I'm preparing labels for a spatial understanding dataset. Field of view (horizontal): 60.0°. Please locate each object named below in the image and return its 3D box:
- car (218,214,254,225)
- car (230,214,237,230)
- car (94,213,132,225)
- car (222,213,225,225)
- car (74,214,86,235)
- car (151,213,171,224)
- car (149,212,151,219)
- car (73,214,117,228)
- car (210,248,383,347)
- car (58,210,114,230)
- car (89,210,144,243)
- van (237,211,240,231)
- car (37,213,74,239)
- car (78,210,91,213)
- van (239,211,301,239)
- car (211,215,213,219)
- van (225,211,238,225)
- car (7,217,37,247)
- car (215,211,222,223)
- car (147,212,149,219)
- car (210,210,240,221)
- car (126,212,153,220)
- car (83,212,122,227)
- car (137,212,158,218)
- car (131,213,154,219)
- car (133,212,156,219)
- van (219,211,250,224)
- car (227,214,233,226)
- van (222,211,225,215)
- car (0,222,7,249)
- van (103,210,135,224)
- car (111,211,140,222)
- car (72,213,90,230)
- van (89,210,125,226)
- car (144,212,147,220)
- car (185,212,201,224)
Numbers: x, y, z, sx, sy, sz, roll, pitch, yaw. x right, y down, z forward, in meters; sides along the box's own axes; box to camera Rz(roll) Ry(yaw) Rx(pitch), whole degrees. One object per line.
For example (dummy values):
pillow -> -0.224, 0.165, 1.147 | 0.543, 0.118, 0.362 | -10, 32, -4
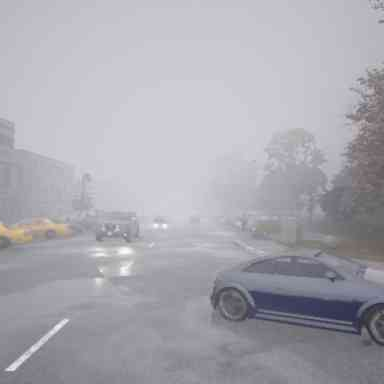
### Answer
car -> 6.645, 4.105, 50.001 | 4.892, 1.521, 2.231 | 2, -4, -20
car -> 6.552, 3.206, 32.355 | 4.674, 1.452, 2.002 | 2, -3, -20
car -> -11.171, 3.786, 47.220 | 5.008, 1.535, 2.097 | 1, -3, -20
car -> 6.596, 3.668, 41.182 | 4.674, 1.452, 2.002 | 2, -4, -20
car -> -11.268, 2.739, 26.720 | 4.792, 1.488, 2.163 | 1, -3, -19
car -> -4.798, 4.207, 51.739 | 1.895, 1.301, 4.718 | 0, -3, 1
car -> -11.082, 4.758, 64.800 | 4.892, 1.521, 2.231 | 1, -4, -20
car -> -11.232, 3.357, 38.434 | 4.674, 1.452, 2.002 | 1, -3, -20
car -> 2.460, 1.865, 6.626 | 4.181, 1.385, 1.994 | -3, -4, 30
car -> -11.274, 2.911, 35.504 | 5.566, 2.045, 2.435 | 1, -3, -20
car -> -5.004, 2.321, 23.125 | 2.150, 2.045, 5.566 | 1, -3, 0
van -> 6.642, 2.794, 29.475 | 4.442, 1.987, 1.878 | 2, -3, -20
car -> -11.492, 2.554, 23.722 | 5.366, 1.575, 1.946 | 1, -3, -20
car -> -11.299, 2.884, 32.579 | 4.553, 1.767, 2.185 | 1, -3, -20
van -> 6.407, 2.634, 26.448 | 4.442, 1.987, 1.878 | 2, -3, -20
car -> 6.767, 4.949, 64.711 | 4.792, 1.488, 2.163 | 2, -4, -20
van -> 6.480, 3.244, 38.208 | 4.442, 1.987, 1.878 | 2, -3, -20
car -> -11.529, 2.258, 17.869 | 5.366, 1.575, 1.946 | 1, -3, -20
car -> 6.461, 3.934, 46.997 | 5.366, 1.575, 1.946 | 2, -3, -20
car -> -11.062, 4.623, 61.877 | 4.792, 1.488, 2.163 | 1, -4, -20
car -> 6.739, 4.830, 67.640 | 5.566, 2.045, 2.435 | 2, -3, -20
car -> -11.209, 5.077, 70.588 | 5.366, 1.575, 1.946 | 1, -3, -20
car -> -11.183, 3.345, 41.376 | 4.553, 1.767, 2.185 | 1, -3, -20
car -> -10.964, 5.737, 82.368 | 4.892, 1.521, 2.231 | 1, -3, -20
car -> -11.022, 5.286, 73.583 | 4.674, 1.452, 2.002 | 1, -4, -20
car -> -11.009, 5.411, 76.514 | 4.892, 1.521, 2.231 | 1, -4, -20
van -> 6.781, 4.045, 52.998 | 4.442, 1.987, 1.878 | 2, -4, -19
car -> 6.566, 3.359, 35.296 | 4.674, 1.452, 2.002 | 2, -3, -20
van -> 6.732, 3.566, 44.174 | 4.442, 1.987, 1.878 | 2, -4, -20
car -> -11.395, 2.144, 14.987 | 4.792, 1.488, 2.163 | 1, -3, -20
van -> -11.053, 3.721, 50.206 | 4.442, 1.987, 1.878 | 1, -4, -20
car -> -11.156, 4.142, 56.009 | 4.553, 1.767, 2.185 | 1, -4, -20
car -> -11.275, 2.860, 29.645 | 4.892, 1.521, 2.231 | 1, -3, -20
van -> -11.304, 3.401, 44.260 | 4.442, 1.987, 1.878 | 1, -3, -20
car -> -11.113, 4.431, 58.937 | 4.892, 1.521, 2.231 | 1, -4, -20
car -> 0.362, 4.174, 51.236 | 2.033, 1.411, 5.357 | 1, -3, 1
